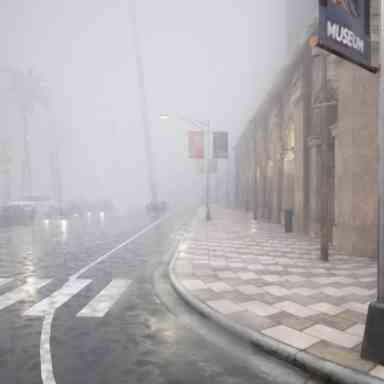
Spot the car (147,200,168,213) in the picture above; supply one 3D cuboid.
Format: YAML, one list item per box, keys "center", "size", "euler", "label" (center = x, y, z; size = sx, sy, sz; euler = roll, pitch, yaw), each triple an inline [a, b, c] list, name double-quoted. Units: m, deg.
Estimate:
- center: [-3.770, 1.599, 37.265]
  size: [1.895, 1.301, 4.718]
  euler: [0, 0, 3]
  label: "car"

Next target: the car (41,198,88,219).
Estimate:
- center: [-11.205, 1.520, 29.648]
  size: [1.812, 1.442, 4.674]
  euler: [0, 0, 3]
  label: "car"

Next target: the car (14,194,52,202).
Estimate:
- center: [-14.673, 1.216, 30.546]
  size: [2.150, 2.045, 5.566]
  euler: [0, 0, 3]
  label: "car"

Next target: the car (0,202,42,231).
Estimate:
- center: [-11.592, 1.543, 20.228]
  size: [2.033, 1.411, 5.357]
  euler: [0, 0, 2]
  label: "car"

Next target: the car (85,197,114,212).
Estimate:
- center: [-10.734, 1.519, 39.526]
  size: [1.812, 1.442, 4.674]
  euler: [0, 0, 3]
  label: "car"

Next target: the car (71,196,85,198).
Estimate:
- center: [-14.175, 1.345, 40.859]
  size: [2.097, 1.767, 4.553]
  euler: [0, 0, 3]
  label: "car"
